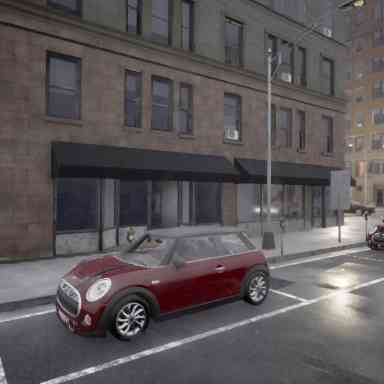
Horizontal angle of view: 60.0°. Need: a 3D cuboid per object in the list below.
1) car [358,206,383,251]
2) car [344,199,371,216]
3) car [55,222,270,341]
[{"bbox_3d":[8.530,1.445,12.801,4.097,1.590,1.967,0,0,-35],"label":"car"},{"bbox_3d":[14.742,1.404,31.710,1.882,1.535,5.008,1,0,-37],"label":"car"},{"bbox_3d":[-0.429,1.441,6.441,4.097,1.590,1.967,0,0,-35],"label":"car"}]
